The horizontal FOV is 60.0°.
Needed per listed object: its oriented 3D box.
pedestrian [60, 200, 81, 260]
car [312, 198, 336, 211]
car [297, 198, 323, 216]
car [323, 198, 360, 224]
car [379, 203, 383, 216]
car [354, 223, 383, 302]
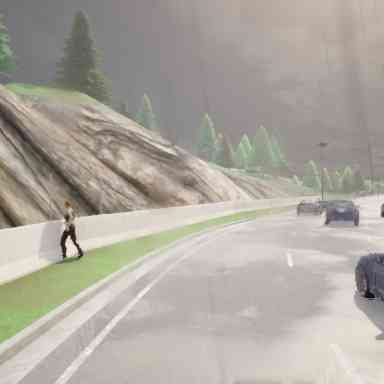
[{"bbox_3d":[-3.778,1.141,10.248,0.375,1.860,0.375,0,0,12],"label":"pedestrian"},{"bbox_3d":[16.619,1.491,41.718,2.128,1.511,4.902,0,0,29],"label":"car"},{"bbox_3d":[11.648,1.491,32.812,2.128,1.511,4.902,0,0,29],"label":"car"},{"bbox_3d":[11.187,1.352,24.548,2.097,1.767,4.553,0,0,27],"label":"car"},{"bbox_3d":[18.916,1.547,31.490,2.033,1.411,5.357,0,0,28],"label":"car"},{"bbox_3d":[4.313,1.525,5.426,1.812,1.442,4.674,0,0,7],"label":"car"}]
